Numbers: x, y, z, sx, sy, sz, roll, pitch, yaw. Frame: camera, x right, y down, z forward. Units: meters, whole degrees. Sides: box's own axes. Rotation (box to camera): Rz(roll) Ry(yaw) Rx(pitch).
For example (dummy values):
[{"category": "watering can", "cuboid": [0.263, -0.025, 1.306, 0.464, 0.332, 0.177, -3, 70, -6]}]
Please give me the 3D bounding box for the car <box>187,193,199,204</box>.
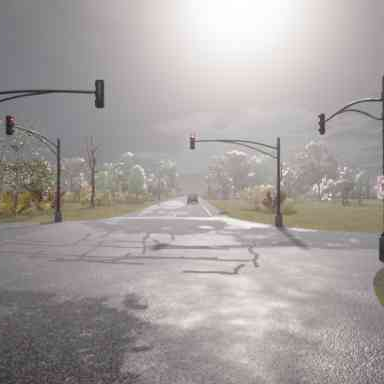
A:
[{"category": "car", "cuboid": [0.158, 1.291, 67.523, 2.150, 2.045, 5.566, 0, 0, 0]}]
